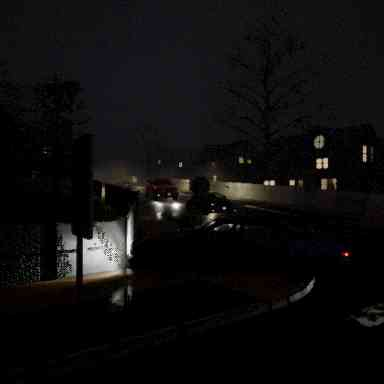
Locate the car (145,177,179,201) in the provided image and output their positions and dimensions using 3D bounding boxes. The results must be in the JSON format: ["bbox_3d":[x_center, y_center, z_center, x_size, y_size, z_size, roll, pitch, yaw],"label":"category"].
[{"bbox_3d":[-3.018,-0.332,32.293,2.150,2.045,5.566,0,4,-21],"label":"car"}]

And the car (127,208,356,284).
[{"bbox_3d":[1.147,1.338,8.489,5.357,1.411,2.033,0,4,10],"label":"car"}]

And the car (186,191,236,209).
[{"bbox_3d":[1.162,0.667,21.437,1.994,1.385,4.181,0,3,-22],"label":"car"}]

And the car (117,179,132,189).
[{"bbox_3d":[-10.710,-1.262,52.416,2.128,1.511,4.902,1,3,-21],"label":"car"}]
